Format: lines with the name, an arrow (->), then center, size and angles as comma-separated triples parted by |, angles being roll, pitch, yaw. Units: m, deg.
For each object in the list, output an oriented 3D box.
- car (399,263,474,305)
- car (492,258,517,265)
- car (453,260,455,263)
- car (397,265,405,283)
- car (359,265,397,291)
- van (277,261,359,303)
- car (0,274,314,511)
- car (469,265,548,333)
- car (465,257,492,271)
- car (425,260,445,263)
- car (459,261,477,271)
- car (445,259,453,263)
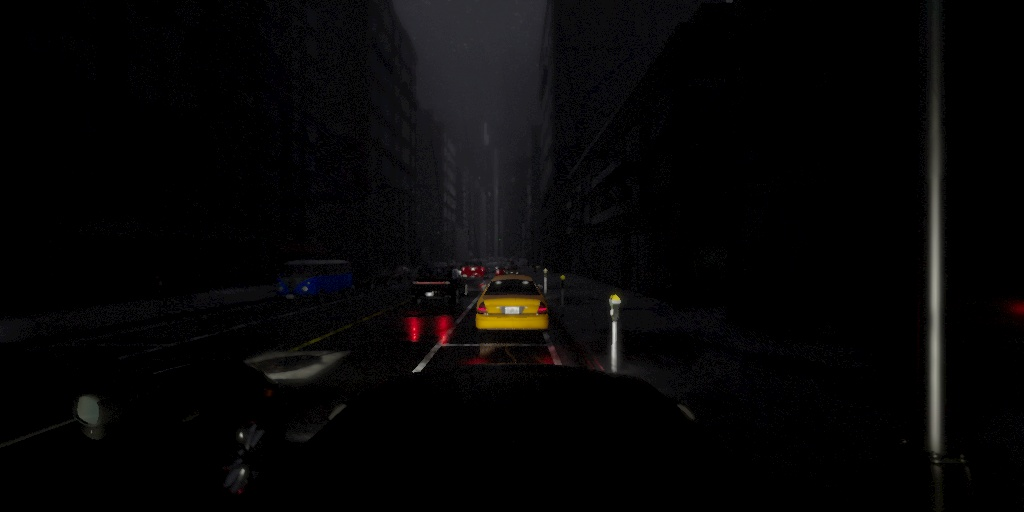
car -> -3.145, 1.246, 16.109 | 2.128, 1.511, 4.902 | 0, 0, 0
car -> -0.288, 1.192, 27.330 | 1.967, 1.591, 4.097 | 0, 0, 0
car -> -8.814, 1.201, 49.336 | 1.967, 1.591, 4.097 | 0, 0, 0
car -> -8.813, 1.335, 27.331 | 1.802, 1.307, 4.207 | 0, 0, 0
car -> -8.813, 1.317, 21.829 | 1.948, 1.339, 4.313 | 0, 0, 0
van -> -8.813, 1.091, 16.328 | 1.690, 1.789, 3.998 | 0, 0, 0
car -> -3.145, 1.101, 1.470 | 2.097, 1.767, 4.553 | 0, 0, 0
car -> 0.005, 1.206, 10.690 | 1.801, 1.575, 5.366 | 0, 0, 0
car -> -3.145, 1.121, 31.079 | 2.097, 1.767, 4.553 | 0, 0, 0
car -> -8.813, 1.322, 38.333 | 1.948, 1.339, 4.313 | 0, 0, 0
car -> -6.145, 1.363, 50.110 | 1.994, 1.385, 4.181 | 0, 0, 0
car -> -8.814, 1.341, 43.834 | 1.802, 1.307, 4.207 | 0, 0, 0
